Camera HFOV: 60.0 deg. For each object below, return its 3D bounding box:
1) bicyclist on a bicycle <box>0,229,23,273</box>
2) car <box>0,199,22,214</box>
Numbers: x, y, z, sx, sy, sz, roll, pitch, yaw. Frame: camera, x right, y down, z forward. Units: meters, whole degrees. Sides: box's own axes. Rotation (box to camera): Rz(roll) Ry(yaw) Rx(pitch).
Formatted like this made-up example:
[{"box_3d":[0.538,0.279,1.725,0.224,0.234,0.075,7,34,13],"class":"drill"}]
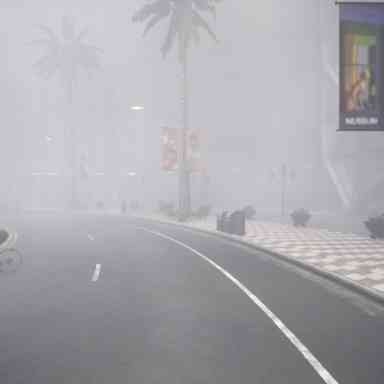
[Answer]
[{"box_3d":[-5.503,1.455,9.022,1.656,1.620,0.582,-2,0,-12],"class":"bicyclist on a bicycle"},{"box_3d":[-20.329,1.491,35.751,4.902,1.511,2.128,0,0,33],"class":"car"}]
